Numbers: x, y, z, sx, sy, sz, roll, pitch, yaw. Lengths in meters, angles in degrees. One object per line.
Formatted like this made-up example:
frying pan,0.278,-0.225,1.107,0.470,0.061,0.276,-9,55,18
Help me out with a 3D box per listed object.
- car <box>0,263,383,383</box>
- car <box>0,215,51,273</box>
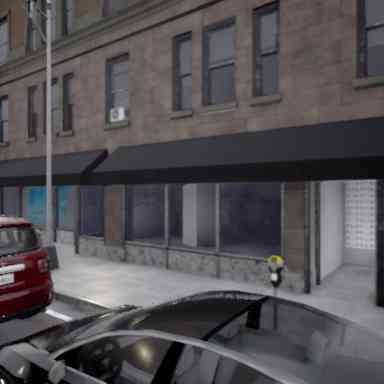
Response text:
car,0.019,1.568,2.795,4.313,1.339,1.947,0,0,36
car,-4.590,1.324,6.084,5.009,1.841,2.192,0,0,36
